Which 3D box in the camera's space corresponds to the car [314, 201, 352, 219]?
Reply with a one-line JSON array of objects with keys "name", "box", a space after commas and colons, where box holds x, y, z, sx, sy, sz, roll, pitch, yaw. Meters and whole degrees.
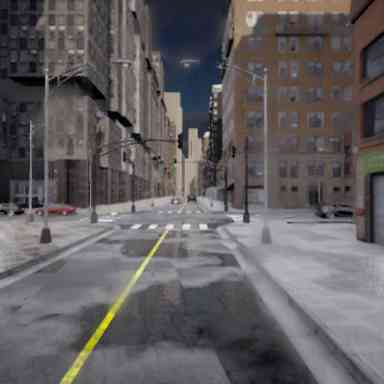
[{"name": "car", "box": [12.109, 1.523, 26.929, 4.313, 1.339, 1.947, 0, 0, 0]}]

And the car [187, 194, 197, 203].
[{"name": "car", "box": [0.009, 1.420, 77.261, 2.150, 2.045, 5.566, 0, 0, 0]}]

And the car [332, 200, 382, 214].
[{"name": "car", "box": [17.520, 1.578, 35.448, 4.403, 1.369, 2.008, 0, 0, 0]}]

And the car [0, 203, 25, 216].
[{"name": "car", "box": [-20.114, 1.868, 35.487, 4.313, 1.339, 1.947, 0, 0, 0]}]

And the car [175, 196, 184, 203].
[{"name": "car", "box": [-2.990, 1.675, 78.920, 1.882, 1.535, 5.008, 0, 0, 0]}]

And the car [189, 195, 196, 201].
[{"name": "car", "box": [0.010, 1.572, 87.655, 1.812, 1.442, 4.674, 0, 0, 0]}]

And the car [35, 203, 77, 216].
[{"name": "car", "box": [-14.466, 1.844, 35.481, 4.206, 1.307, 1.802, 0, 0, 0]}]

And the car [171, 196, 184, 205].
[{"name": "car", "box": [-3.013, 1.675, 63.561, 2.128, 1.511, 4.902, 0, 0, 0]}]
